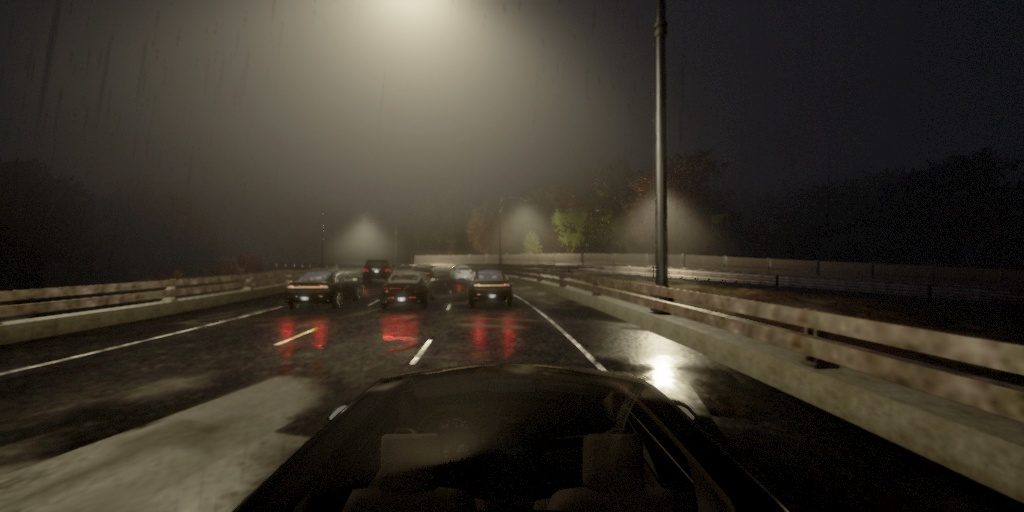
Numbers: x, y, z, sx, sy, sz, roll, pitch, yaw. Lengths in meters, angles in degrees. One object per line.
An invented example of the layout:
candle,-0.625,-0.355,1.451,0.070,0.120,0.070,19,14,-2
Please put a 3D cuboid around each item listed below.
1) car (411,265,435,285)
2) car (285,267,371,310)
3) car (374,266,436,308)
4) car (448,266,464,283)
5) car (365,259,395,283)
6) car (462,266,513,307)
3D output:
car,-7.891,1.584,31.567,1.837,1.490,4.892,0,0,-16
car,-8.068,1.402,15.768,2.128,1.511,4.902,0,0,-8
car,-4.594,1.417,16.190,1.837,1.490,4.892,0,0,-8
car,-4.627,1.613,32.865,1.812,1.442,4.674,0,0,-17
car,-10.995,1.286,29.754,2.150,2.045,5.566,0,0,-16
car,-1.121,1.403,16.622,2.128,1.511,4.902,0,0,-8
